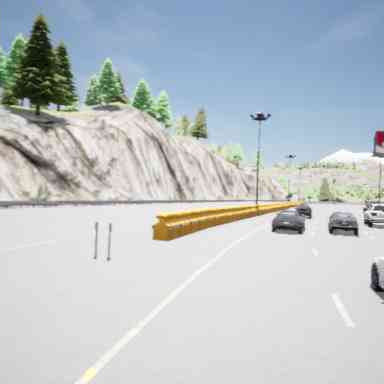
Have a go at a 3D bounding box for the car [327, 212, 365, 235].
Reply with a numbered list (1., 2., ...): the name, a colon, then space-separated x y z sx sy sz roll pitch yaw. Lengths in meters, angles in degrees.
1. car: 10.721 2.133 23.714 2.033 1.411 5.357 2 0 21

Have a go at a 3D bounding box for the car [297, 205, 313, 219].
1. car: 13.184 2.268 39.353 1.837 1.490 4.892 3 0 22

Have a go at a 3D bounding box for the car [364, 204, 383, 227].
1. car: 17.176 2.127 30.461 2.150 2.045 5.566 2 0 22

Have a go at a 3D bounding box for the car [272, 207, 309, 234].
1. car: 6.682 1.963 22.852 1.994 1.385 4.181 2 0 21

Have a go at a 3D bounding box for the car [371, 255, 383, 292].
1. car: 5.067 1.783 6.645 1.812 1.442 4.674 2 0 15
